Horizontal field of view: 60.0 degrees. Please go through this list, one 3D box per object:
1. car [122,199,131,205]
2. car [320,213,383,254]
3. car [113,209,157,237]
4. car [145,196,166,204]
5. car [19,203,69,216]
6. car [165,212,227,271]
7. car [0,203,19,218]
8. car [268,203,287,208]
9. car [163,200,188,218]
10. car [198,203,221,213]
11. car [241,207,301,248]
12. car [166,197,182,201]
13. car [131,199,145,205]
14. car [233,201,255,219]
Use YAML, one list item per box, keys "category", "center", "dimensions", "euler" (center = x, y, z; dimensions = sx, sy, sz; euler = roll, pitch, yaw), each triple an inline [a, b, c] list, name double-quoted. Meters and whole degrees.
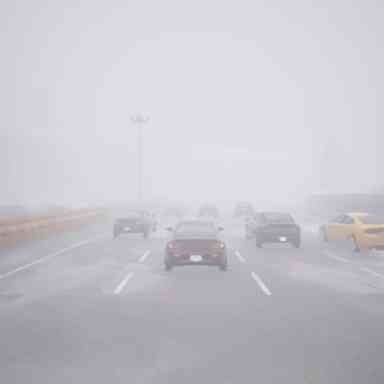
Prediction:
- category: "car"
  center: [-13.316, 2.234, 72.374]
  dimensions: [2.128, 1.511, 4.902]
  euler: [0, -1, 21]
- category: "car"
  center: [7.158, 1.621, 14.300]
  dimensions: [1.882, 1.535, 5.008]
  euler: [0, -1, 1]
- category: "car"
  center: [-3.183, 1.717, 19.133]
  dimensions: [1.812, 1.442, 4.674]
  euler: [0, -1, 3]
- category: "car"
  center: [-6.954, 1.912, 69.440]
  dimensions: [2.150, 2.045, 5.566]
  euler: [0, -1, 21]
- category: "car"
  center: [-13.005, 1.793, 30.254]
  dimensions: [2.128, 1.511, 4.902]
  euler: [0, -1, 7]
- category: "car"
  center: [0.109, 1.639, 11.267]
  dimensions: [1.812, 1.442, 4.674]
  euler: [0, -1, 0]
- category: "car"
  center: [-16.556, 1.803, 29.912]
  dimensions: [1.837, 1.490, 4.892]
  euler: [0, -1, 6]
- category: "car"
  center: [8.983, 1.872, 34.767]
  dimensions: [1.812, 1.442, 4.674]
  euler: [0, -1, 9]
- category: "car"
  center: [-1.636, 1.871, 34.722]
  dimensions: [1.812, 1.442, 4.674]
  euler: [0, -1, 8]
- category: "car"
  center: [1.768, 1.842, 33.831]
  dimensions: [1.837, 1.490, 4.892]
  euler: [0, -1, 8]
- category: "car"
  center: [3.688, 1.661, 15.713]
  dimensions: [1.837, 1.490, 4.892]
  euler: [0, -1, 1]
- category: "car"
  center: [-3.142, 2.189, 69.560]
  dimensions: [1.837, 1.490, 4.892]
  euler: [0, -1, 21]
- category: "car"
  center: [-10.130, 2.238, 70.919]
  dimensions: [2.033, 1.411, 5.357]
  euler: [0, -1, 21]
- category: "car"
  center: [5.258, 1.686, 33.483]
  dimensions: [2.097, 1.767, 4.553]
  euler: [0, -1, 8]
